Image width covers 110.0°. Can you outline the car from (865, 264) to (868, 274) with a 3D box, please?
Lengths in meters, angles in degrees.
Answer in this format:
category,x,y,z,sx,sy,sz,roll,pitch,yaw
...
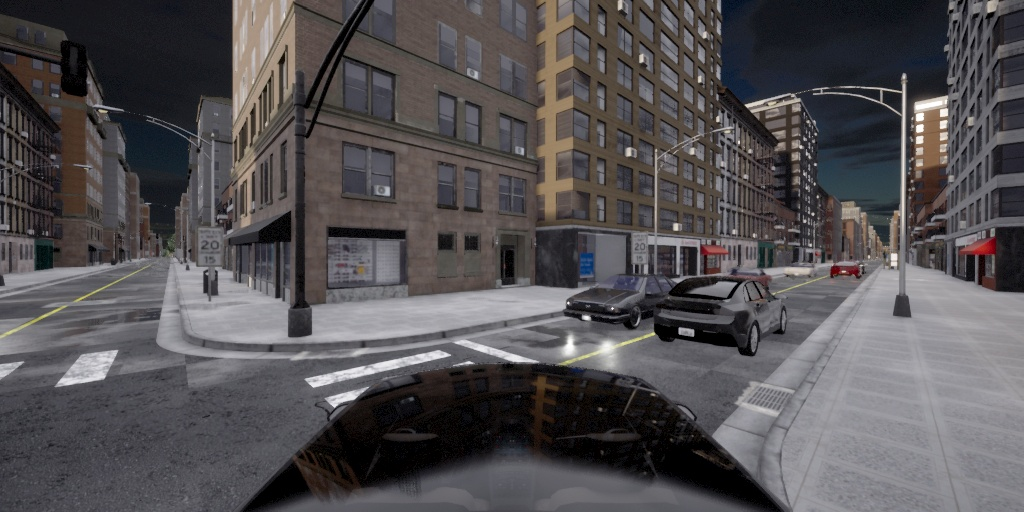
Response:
category,x,y,z,sx,sy,sz,roll,pitch,yaw
car,37.629,1.194,39.458,4.902,1.511,2.128,0,0,-43

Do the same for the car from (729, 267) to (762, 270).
category,x,y,z,sx,sy,sz,roll,pitch,yaw
car,12.840,1.307,19.900,4.718,1.301,1.895,0,0,-44

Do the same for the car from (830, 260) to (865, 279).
category,x,y,z,sx,sy,sz,roll,pitch,yaw
car,30.069,1.180,32.236,5.008,1.535,1.882,0,0,-43

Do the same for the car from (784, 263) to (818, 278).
category,x,y,z,sx,sy,sz,roll,pitch,yaw
car,26.271,1.288,32.563,4.718,1.301,1.895,0,0,-43

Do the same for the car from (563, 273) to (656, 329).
category,x,y,z,sx,sy,sz,roll,pitch,yaw
car,3.924,1.267,11.441,5.357,1.411,2.033,0,0,-44

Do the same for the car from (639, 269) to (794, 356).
category,x,y,z,sx,sy,sz,roll,pitch,yaw
car,5.174,1.242,8.695,4.892,1.490,1.837,0,0,-44
